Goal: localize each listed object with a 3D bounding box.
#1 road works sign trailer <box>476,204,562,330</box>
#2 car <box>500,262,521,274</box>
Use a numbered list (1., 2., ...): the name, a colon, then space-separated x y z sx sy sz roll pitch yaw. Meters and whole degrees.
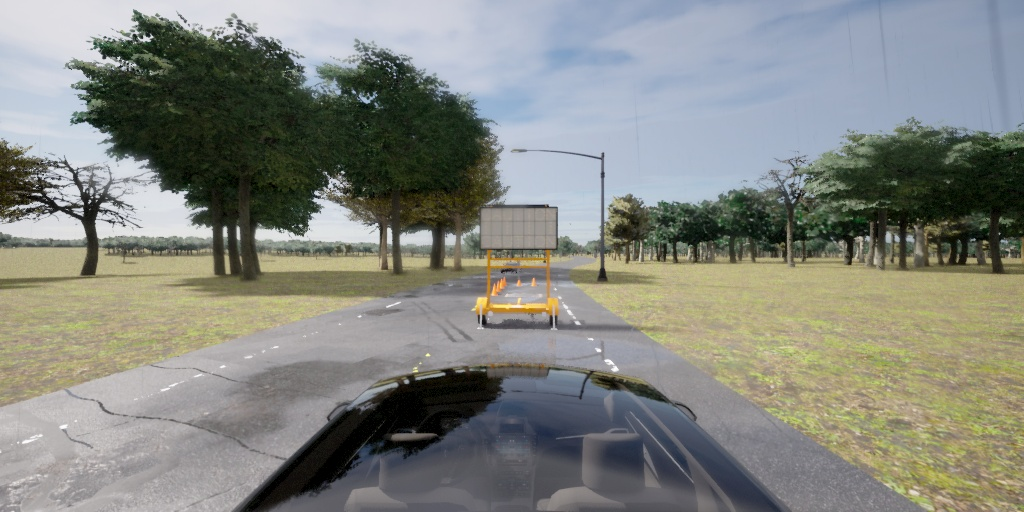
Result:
1. road works sign trailer: 0.208 0.215 11.139 2.380 3.560 2.880 0 0 3
2. car: -0.122 1.350 41.881 1.994 1.385 4.181 0 0 9
